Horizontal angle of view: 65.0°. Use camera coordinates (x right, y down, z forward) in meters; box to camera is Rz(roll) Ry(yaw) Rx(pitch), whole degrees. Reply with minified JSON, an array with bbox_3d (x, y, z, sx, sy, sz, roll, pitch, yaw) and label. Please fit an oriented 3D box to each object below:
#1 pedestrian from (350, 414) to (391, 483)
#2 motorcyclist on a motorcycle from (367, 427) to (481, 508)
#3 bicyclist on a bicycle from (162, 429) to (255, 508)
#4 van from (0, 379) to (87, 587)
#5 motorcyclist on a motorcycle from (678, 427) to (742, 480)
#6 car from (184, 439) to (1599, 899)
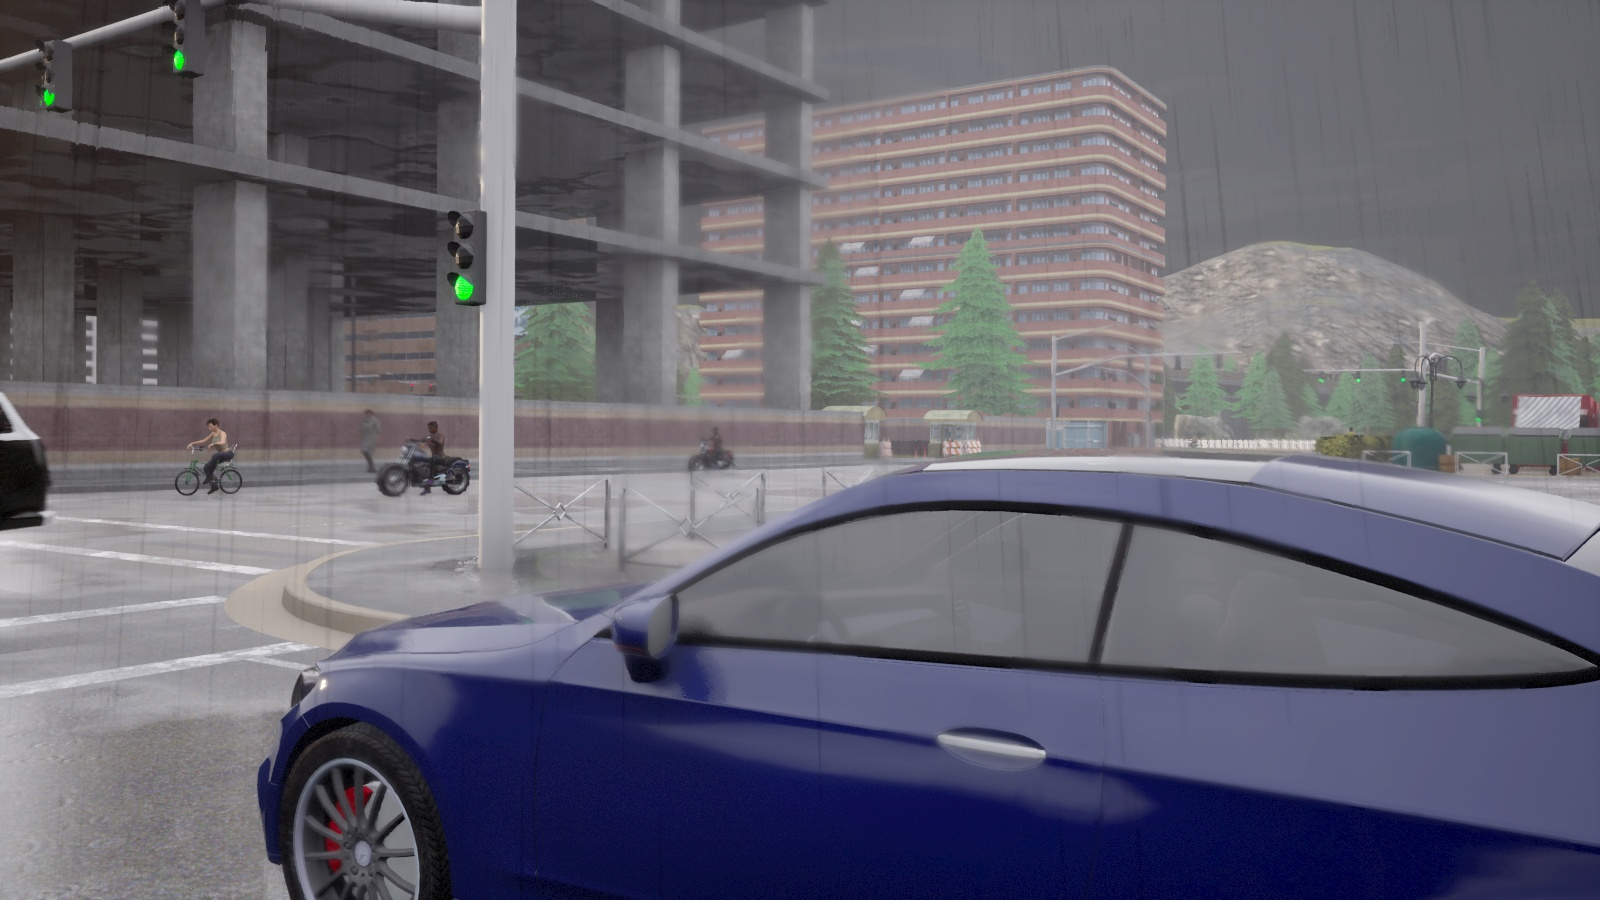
[{"bbox_3d":[-12.255,-0.043,35.861,0.659,1.952,0.873,0,1,27],"label":"pedestrian"},{"bbox_3d":[-7.963,0.334,26.710,0.766,1.649,2.350,0,1,33],"label":"motorcyclist on a motorcycle"},{"bbox_3d":[-12.388,0.365,26.348,0.866,1.612,1.509,0,1,34],"label":"bicyclist on a bicycle"},{"bbox_3d":[-9.464,0.350,11.642,2.069,2.038,4.480,0,1,33],"label":"van"},{"bbox_3d":[-2.909,0.096,40.736,0.766,1.649,2.350,0,1,33],"label":"motorcyclist on a motorcycle"},{"bbox_3d":[0.620,0.708,3.212,4.674,1.442,1.812,0,1,34],"label":"car"}]
